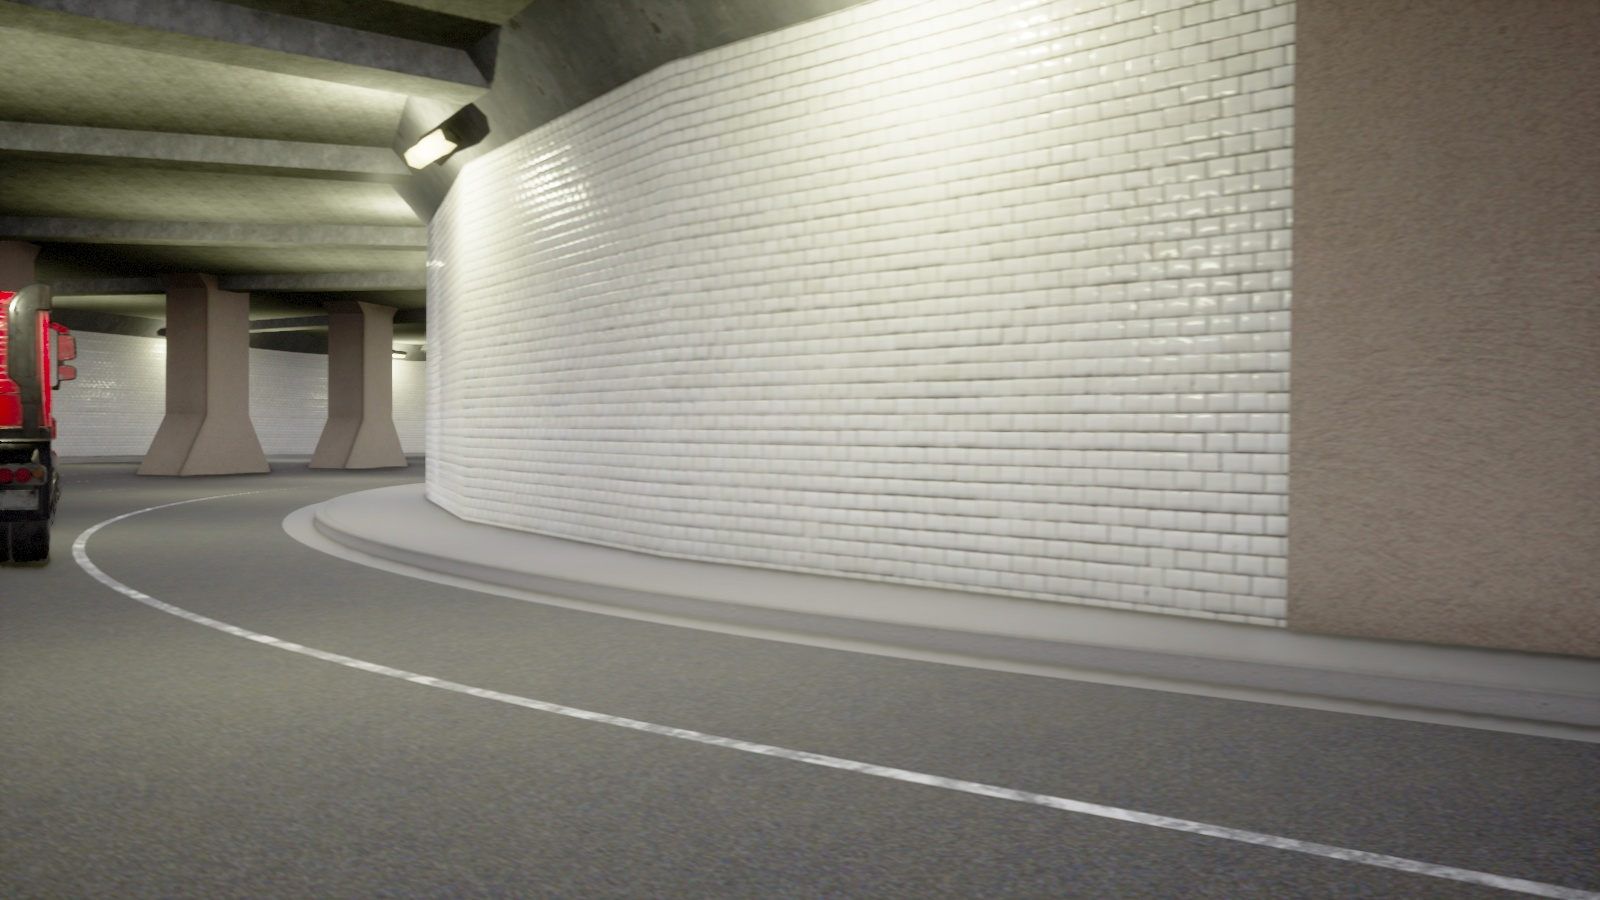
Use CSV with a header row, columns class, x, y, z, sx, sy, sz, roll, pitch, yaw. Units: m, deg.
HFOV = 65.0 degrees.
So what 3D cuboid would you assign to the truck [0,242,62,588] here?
class,x,y,z,sx,sy,sz,roll,pitch,yaw
truck,-10.827,-0.363,15.504,2.891,3.462,7.936,-1,1,-30
